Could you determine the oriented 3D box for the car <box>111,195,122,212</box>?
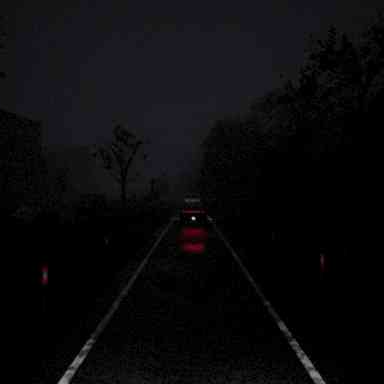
[{"bbox_3d":[-9.087,1.380,35.799,2.231,1.521,4.892,0,-1,-2],"label":"car"}]

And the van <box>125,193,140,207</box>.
[{"bbox_3d":[-9.108,1.167,47.822,1.878,1.987,4.442,0,-1,-3],"label":"van"}]

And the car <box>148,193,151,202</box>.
[{"bbox_3d":[-10.421,1.156,74.547,2.435,2.045,5.566,1,-1,-9],"label":"car"}]

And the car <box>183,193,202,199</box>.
[{"bbox_3d":[0.084,1.183,41.166,2.150,2.045,5.566,0,0,0],"label":"car"}]

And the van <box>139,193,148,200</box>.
[{"bbox_3d":[-13.187,1.196,91.000,1.878,1.987,4.442,1,-1,-15],"label":"van"}]

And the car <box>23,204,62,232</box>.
[{"bbox_3d":[-9.061,1.422,19.143,2.002,1.452,4.674,0,0,0],"label":"car"}]

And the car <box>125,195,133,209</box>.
[{"bbox_3d":[-9.095,1.416,41.310,2.163,1.488,4.792,0,-1,-2],"label":"car"}]

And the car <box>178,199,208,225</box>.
[{"bbox_3d":[0.091,1.452,23.752,1.837,1.490,4.892,0,0,0],"label":"car"}]

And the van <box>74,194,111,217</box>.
[{"bbox_3d":[-9.084,1.170,30.114,1.878,1.987,4.442,0,0,2],"label":"van"}]

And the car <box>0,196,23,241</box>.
[{"bbox_3d":[-9.050,1.138,12.398,2.435,2.045,5.566,0,0,1],"label":"car"}]

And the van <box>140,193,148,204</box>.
[{"bbox_3d":[-9.277,1.176,57.773,1.878,1.987,4.442,0,-1,-2],"label":"van"}]
